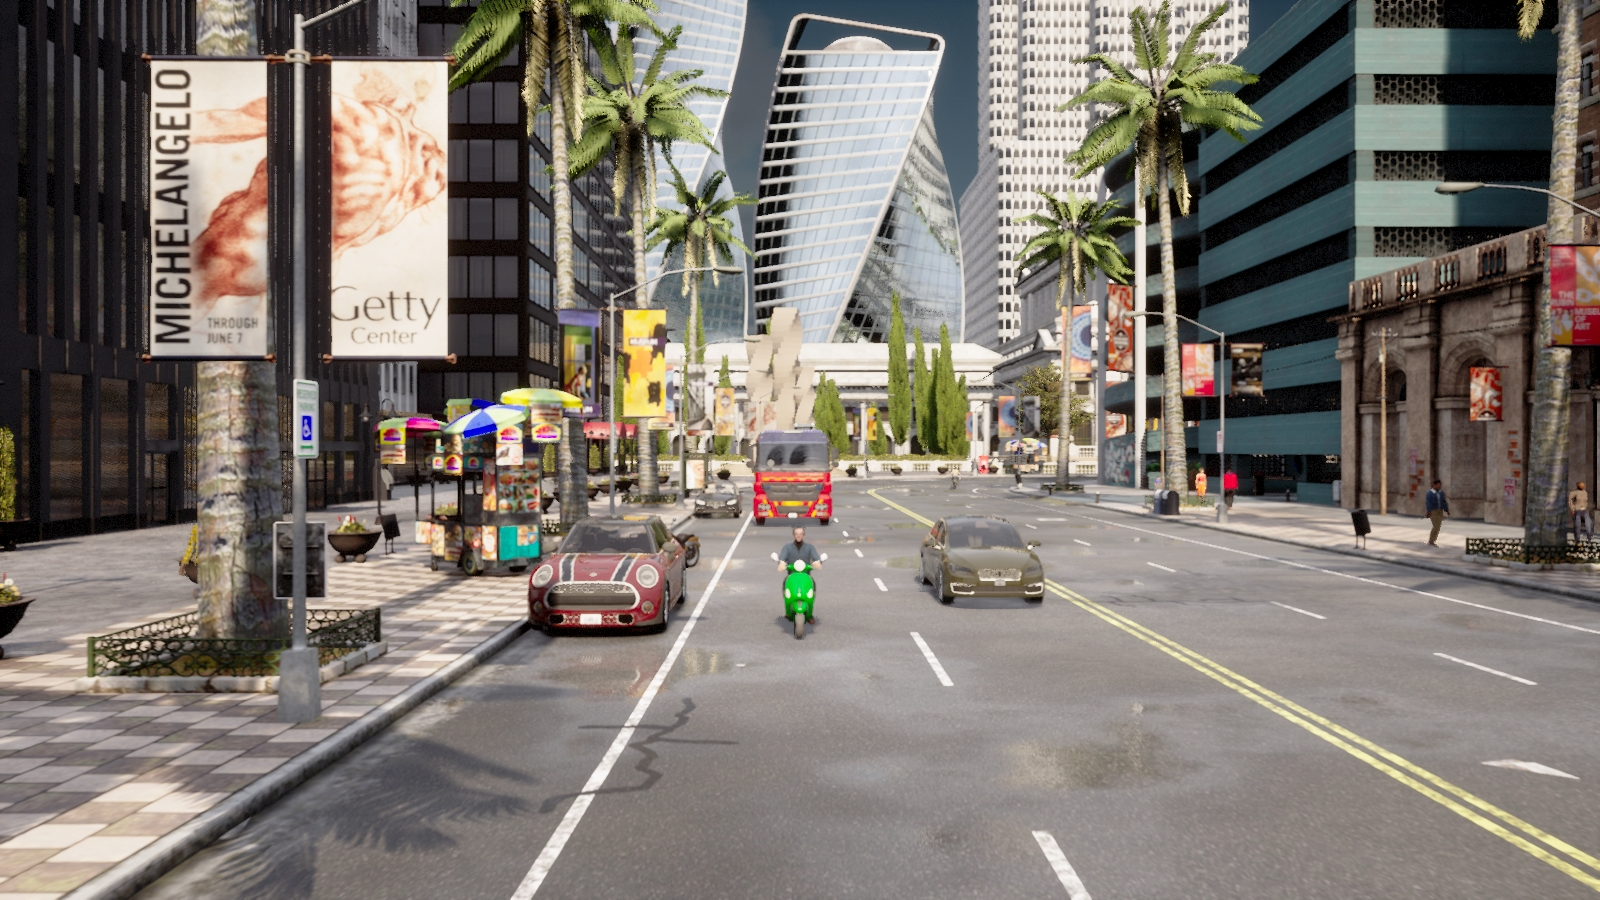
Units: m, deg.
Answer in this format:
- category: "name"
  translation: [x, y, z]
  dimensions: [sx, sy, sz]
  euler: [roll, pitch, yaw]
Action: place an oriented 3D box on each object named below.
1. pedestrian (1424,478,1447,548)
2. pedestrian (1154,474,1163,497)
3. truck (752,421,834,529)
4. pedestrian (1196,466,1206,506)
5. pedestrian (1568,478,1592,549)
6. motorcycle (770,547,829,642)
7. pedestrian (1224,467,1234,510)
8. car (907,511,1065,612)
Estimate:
- category: "pedestrian"
  translation: [17.104, 1.696, 30.751]
  dimensions: [0.375, 1.860, 0.375]
  euler: [0, 0, -7]
- category: "pedestrian"
  translation: [19.919, 1.976, 63.492]
  dimensions: [0.375, 1.300, 0.375]
  euler: [0, 0, 1]
- category: "truck"
  translation: [-0.288, 0.890, 44.671]
  dimensions: [2.891, 3.827, 8.468]
  euler: [0, 0, -1]
- category: "pedestrian"
  translation: [18.923, 1.696, 53.918]
  dimensions: [0.375, 1.860, 0.375]
  euler: [0, 0, 5]
- category: "pedestrian"
  translation: [20.857, 1.696, 30.543]
  dimensions: [0.375, 1.860, 0.375]
  euler: [0, 0, -1]
- category: "motorcycle"
  translation: [-0.017, 2.182, 17.588]
  dimensions: [0.856, 1.236, 1.805]
  euler: [0, 0, -1]
- category: "pedestrian"
  translation: [18.920, 1.698, 50.362]
  dimensions: [0.375, 1.860, 0.375]
  euler: [0, 0, 15]
- category: "car"
  translation: [3.447, 2.061, 22.244]
  dimensions: [2.231, 1.480, 4.892]
  euler: [0, 0, -1]
